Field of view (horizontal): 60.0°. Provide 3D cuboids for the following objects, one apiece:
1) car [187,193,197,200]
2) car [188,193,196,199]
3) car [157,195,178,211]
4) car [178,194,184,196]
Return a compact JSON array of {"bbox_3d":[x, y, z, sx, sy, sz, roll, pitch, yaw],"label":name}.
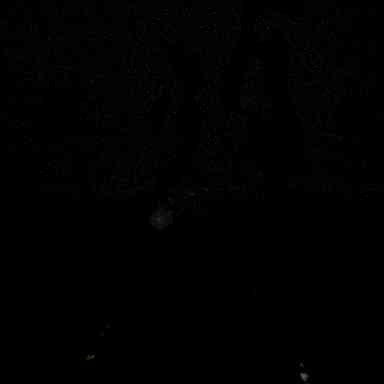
[{"bbox_3d":[0.020,0.921,71.868,1.882,1.535,5.008,0,0,0],"label":"car"},{"bbox_3d":[0.024,0.890,84.936,2.033,1.411,5.357,0,0,0],"label":"car"},{"bbox_3d":[-2.835,1.320,38.248,1.812,1.442,4.674,0,0,0],"label":"car"},{"bbox_3d":[-2.729,0.693,79.350,2.033,1.411,5.357,0,0,0],"label":"car"}]
